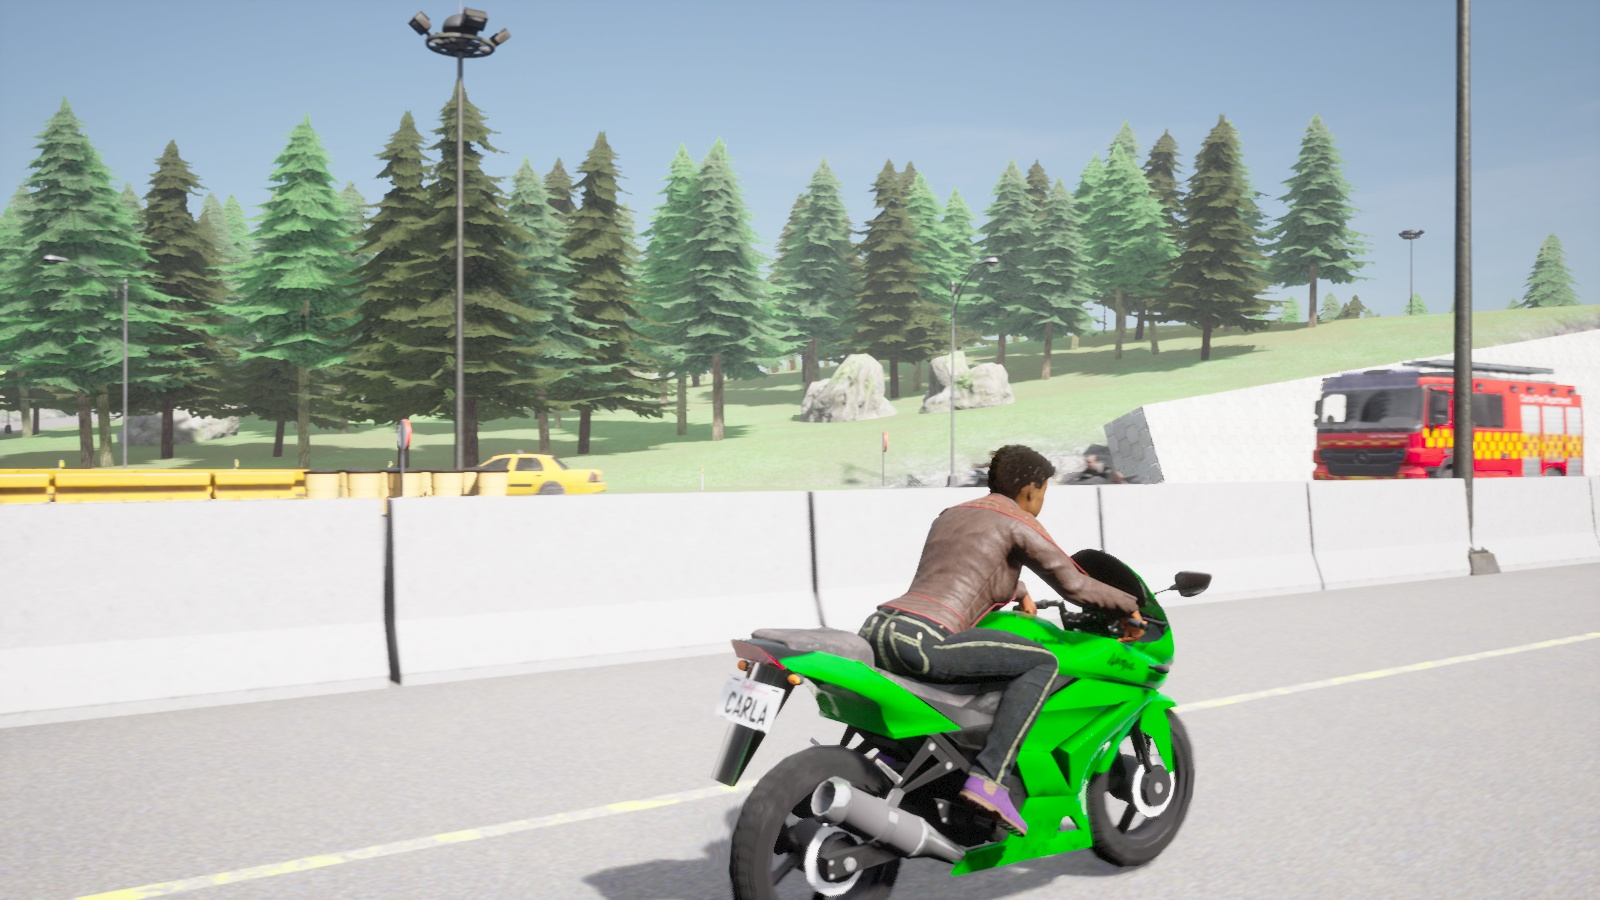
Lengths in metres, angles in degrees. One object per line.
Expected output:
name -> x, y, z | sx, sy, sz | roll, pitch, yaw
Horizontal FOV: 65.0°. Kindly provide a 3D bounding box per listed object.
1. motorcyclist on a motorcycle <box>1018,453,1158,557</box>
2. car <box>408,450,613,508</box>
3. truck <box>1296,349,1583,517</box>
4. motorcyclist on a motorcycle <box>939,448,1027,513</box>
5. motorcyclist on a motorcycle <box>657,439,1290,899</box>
motorcyclist on a motorcycle -> 4.510, 0.818, 19.591 | 2.191, 1.530, 0.866 | 0, 0, -35
car -> -8.057, 0.787, 35.289 | 5.366, 1.575, 1.801 | 0, 0, -1
truck -> 16.553, -0.376, 32.242 | 8.468, 3.827, 2.891 | 0, 0, -35
motorcyclist on a motorcycle -> 4.759, 0.765, 32.558 | 2.350, 1.649, 0.766 | 0, 0, -35
motorcyclist on a motorcycle -> 0.630, 0.736, 4.097 | 2.044, 1.523, 0.797 | 0, 0, -35
